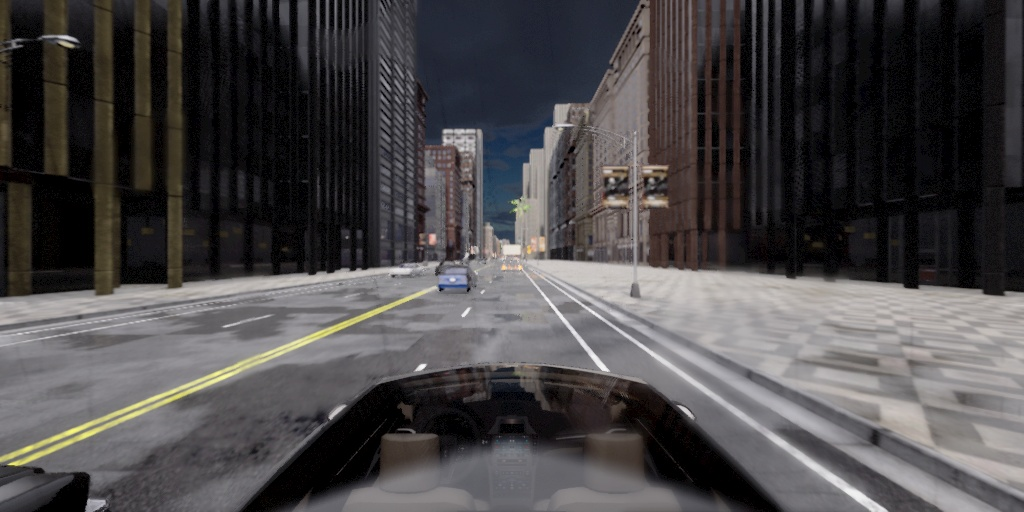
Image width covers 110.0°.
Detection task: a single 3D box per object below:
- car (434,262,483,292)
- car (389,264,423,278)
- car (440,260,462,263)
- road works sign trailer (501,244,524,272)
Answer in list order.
[{"bbox_3d":[-3.152,1.306,21.482,2.033,1.411,5.357,0,0,0],"label":"car"},{"bbox_3d":[-9.848,1.369,33.565,1.895,1.301,4.718,0,0,0],"label":"car"},{"bbox_3d":[-6.593,1.277,36.531,1.837,1.490,4.892,0,-1,0],"label":"car"},{"bbox_3d":[-0.005,0.244,46.382,2.380,3.560,2.880,0,0,0],"label":"road works sign trailer"}]
